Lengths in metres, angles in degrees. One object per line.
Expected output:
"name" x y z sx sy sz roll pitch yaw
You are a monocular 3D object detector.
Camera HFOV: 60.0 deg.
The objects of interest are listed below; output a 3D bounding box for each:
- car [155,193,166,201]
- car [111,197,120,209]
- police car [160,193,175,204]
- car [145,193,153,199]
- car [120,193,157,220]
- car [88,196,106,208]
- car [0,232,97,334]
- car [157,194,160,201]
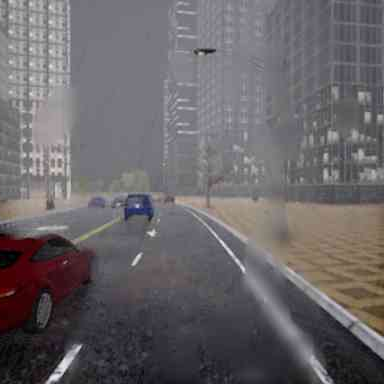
"car" -7.276 1.153 77.244 2.097 1.767 4.553 0 0 -12
"car" -9.283 1.381 43.157 2.128 1.511 4.902 0 0 -7
"police car" -4.250 1.262 61.417 1.930 1.638 5.238 0 0 -10
"car" -12.163 1.143 93.928 1.812 1.442 4.674 0 0 -15
"car" -4.261 1.148 27.348 2.150 2.045 5.566 0 0 -4
"car" -12.781 1.367 45.032 1.882 1.535 5.008 0 0 -7
"car" -3.276 1.510 6.555 1.812 1.442 4.674 0 0 -1
"car" -6.052 1.166 71.273 2.097 1.767 4.553 0 0 -11
